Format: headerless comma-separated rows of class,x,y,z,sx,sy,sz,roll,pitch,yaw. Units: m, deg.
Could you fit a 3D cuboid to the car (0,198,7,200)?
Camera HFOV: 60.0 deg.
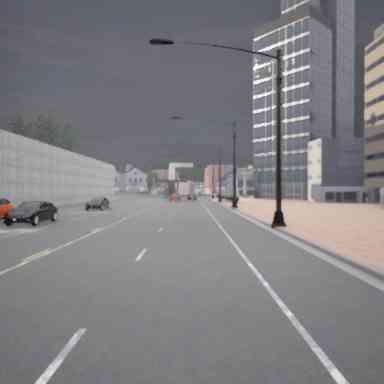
car,-14.094,1.213,22.700,2.097,1.767,4.553,0,0,0

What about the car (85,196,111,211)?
car,-10.514,1.289,37.372,1.837,1.490,4.892,0,0,0

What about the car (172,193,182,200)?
car,-3.520,0.938,77.638,2.128,1.511,4.902,0,0,1

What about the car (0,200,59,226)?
car,-10.598,1.368,22.274,1.837,1.490,4.892,0,0,0

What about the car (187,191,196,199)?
car,-0.021,0.769,77.608,2.097,1.767,4.553,0,0,1

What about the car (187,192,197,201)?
car,-0.020,1.132,69.237,1.994,1.385,4.181,0,0,0

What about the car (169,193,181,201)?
car,-3.520,0.935,68.822,2.097,1.767,4.553,0,0,0
